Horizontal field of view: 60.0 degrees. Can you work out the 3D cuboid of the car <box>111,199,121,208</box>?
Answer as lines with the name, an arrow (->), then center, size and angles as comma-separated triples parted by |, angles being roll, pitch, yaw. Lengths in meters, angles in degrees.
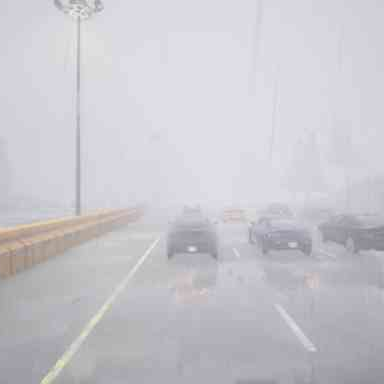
car -> -14.370, 2.192, 63.272 | 1.837, 1.490, 4.892 | 0, 0, -12

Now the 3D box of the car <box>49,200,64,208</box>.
car -> -24.440, 2.133, 60.220 | 1.882, 1.535, 5.008 | 0, -1, -12

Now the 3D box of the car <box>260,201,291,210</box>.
car -> 7.008, 1.661, 28.396 | 2.097, 1.767, 4.553 | 0, -1, 0

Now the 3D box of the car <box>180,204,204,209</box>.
car -> 0.009, 1.804, 28.478 | 2.128, 1.511, 4.902 | 0, 0, 0

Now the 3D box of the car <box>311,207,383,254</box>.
car -> 7.037, 1.633, 14.223 | 1.882, 1.535, 5.008 | 0, 0, 1

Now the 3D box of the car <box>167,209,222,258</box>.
car -> 0.028, 1.655, 13.481 | 1.837, 1.490, 4.892 | 0, 0, 1

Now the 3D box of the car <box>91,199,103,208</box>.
car -> -17.726, 2.181, 62.255 | 1.837, 1.490, 4.892 | 0, 0, -12

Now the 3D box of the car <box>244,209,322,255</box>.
car -> 3.533, 1.678, 13.860 | 1.812, 1.442, 4.674 | 0, 0, 1

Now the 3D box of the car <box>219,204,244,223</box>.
car -> 3.504, 1.796, 29.214 | 1.882, 1.535, 5.008 | 0, 0, 0

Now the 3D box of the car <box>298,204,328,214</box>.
car -> 10.507, 1.804, 28.467 | 2.128, 1.511, 4.902 | 0, 0, 0

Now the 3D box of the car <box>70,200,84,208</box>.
car -> -20.987, 2.139, 60.745 | 1.882, 1.535, 5.008 | 0, -1, -11
